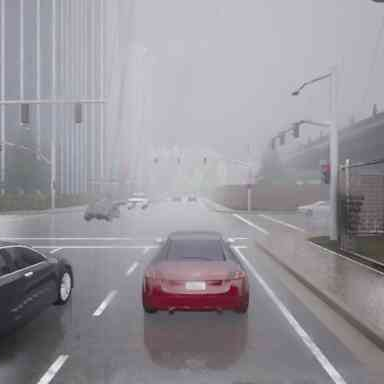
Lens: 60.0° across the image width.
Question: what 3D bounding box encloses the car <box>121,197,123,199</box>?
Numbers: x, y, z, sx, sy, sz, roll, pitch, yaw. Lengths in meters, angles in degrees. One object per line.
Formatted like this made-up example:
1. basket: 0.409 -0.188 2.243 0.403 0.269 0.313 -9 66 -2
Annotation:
1. car: -10.588 1.547 53.004 2.033 1.411 5.357 0 0 0

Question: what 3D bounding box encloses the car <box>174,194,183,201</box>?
1. car: -3.491 1.386 84.669 2.128 1.511 4.902 0 0 0

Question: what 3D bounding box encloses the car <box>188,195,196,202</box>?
1. car: 0.016 1.478 74.791 1.882 1.535 5.008 0 0 0

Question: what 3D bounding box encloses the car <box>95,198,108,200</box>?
1. car: -10.843 1.507 39.955 1.837 1.490 4.892 0 0 4

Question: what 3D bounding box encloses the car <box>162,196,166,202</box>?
1. car: -6.992 1.511 74.911 1.812 1.442 4.674 0 0 0

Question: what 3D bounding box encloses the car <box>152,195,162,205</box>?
1. car: -7.066 1.507 59.685 1.837 1.490 4.892 0 -1 0

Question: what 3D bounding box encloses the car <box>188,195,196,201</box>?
1. car: 0.009 1.478 85.198 1.882 1.535 5.008 0 0 0

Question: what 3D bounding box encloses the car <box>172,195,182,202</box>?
1. car: -3.492 1.495 74.245 1.837 1.490 4.892 0 0 0

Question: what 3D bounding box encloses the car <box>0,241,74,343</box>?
1. car: -3.441 1.505 5.198 1.837 1.490 4.892 0 0 0

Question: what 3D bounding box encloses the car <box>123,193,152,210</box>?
1. car: -7.094 1.219 43.805 2.150 2.045 5.566 0 0 0

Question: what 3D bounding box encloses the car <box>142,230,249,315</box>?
1. car: 0.073 1.564 7.654 1.994 1.385 4.181 0 0 0

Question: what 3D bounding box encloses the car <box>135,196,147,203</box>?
1. car: -10.493 1.504 68.464 1.837 1.490 4.892 0 0 0

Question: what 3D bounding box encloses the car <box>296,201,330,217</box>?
1. car: 12.370 1.581 31.754 4.674 1.442 1.812 0 0 -3

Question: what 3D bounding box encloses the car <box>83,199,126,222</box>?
1. car: -7.099 1.576 26.950 2.033 1.411 5.357 0 0 0
